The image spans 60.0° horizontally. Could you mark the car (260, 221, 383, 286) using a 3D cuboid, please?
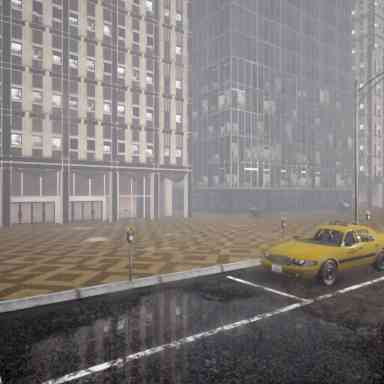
[{"bbox_3d":[4.002,1.526,9.431,4.829,1.417,1.752,0,0,-36],"label":"car"}]
